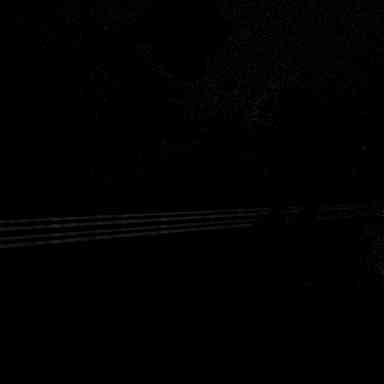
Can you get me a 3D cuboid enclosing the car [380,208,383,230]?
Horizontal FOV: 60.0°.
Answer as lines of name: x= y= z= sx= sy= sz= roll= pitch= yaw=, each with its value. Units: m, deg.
car: x=11.083 y=1.112 z=15.629 sx=5.566 sy=2.045 sz=2.150 roll=0 pitch=0 yaw=-34
